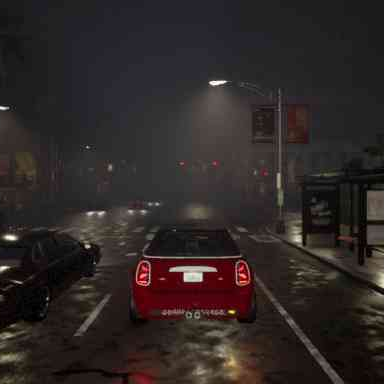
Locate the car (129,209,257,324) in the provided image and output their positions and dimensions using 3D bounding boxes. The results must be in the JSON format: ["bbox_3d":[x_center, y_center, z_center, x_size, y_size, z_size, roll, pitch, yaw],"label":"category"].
[{"bbox_3d":[0.006,1.352,7.336,2.097,1.767,4.553,0,0,0],"label":"car"}]

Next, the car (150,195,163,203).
[{"bbox_3d":[-7.753,1.595,69.637,1.895,1.301,4.718,0,0,-1],"label":"car"}]

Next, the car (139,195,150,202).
[{"bbox_3d":[-11.358,1.525,79.597,2.128,1.511,4.902,0,0,-1],"label":"car"}]

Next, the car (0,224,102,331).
[{"bbox_3d":[-3.493,1.547,7.129,2.033,1.411,5.357,0,0,0],"label":"car"}]

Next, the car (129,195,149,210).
[{"bbox_3d":[-6.908,1.352,42.382,2.097,1.767,4.553,0,0,-10],"label":"car"}]

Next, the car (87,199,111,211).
[{"bbox_3d":[-11.017,1.564,39.589,1.994,1.385,4.181,0,0,-1],"label":"car"}]

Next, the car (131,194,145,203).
[{"bbox_3d":[-11.250,1.355,69.390,2.097,1.767,4.553,0,0,-1],"label":"car"}]

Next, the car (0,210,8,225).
[{"bbox_3d":[-10.753,1.352,15.713,2.097,1.767,4.553,0,0,-1],"label":"car"}]
